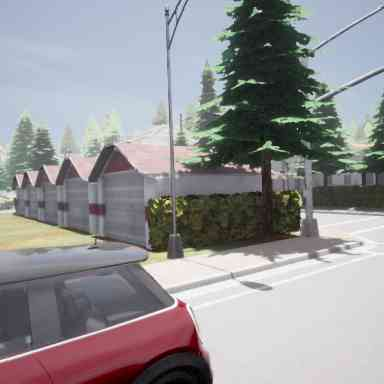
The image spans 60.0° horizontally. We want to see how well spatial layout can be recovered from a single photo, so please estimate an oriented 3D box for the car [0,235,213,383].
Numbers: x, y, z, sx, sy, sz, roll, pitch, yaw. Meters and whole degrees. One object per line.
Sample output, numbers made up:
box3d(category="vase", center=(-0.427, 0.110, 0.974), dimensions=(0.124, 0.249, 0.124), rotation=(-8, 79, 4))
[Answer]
box3d(category="car", center=(-2.087, 1.353, 2.504), dimensions=(4.553, 1.767, 2.097), rotation=(-2, 1, -36))
